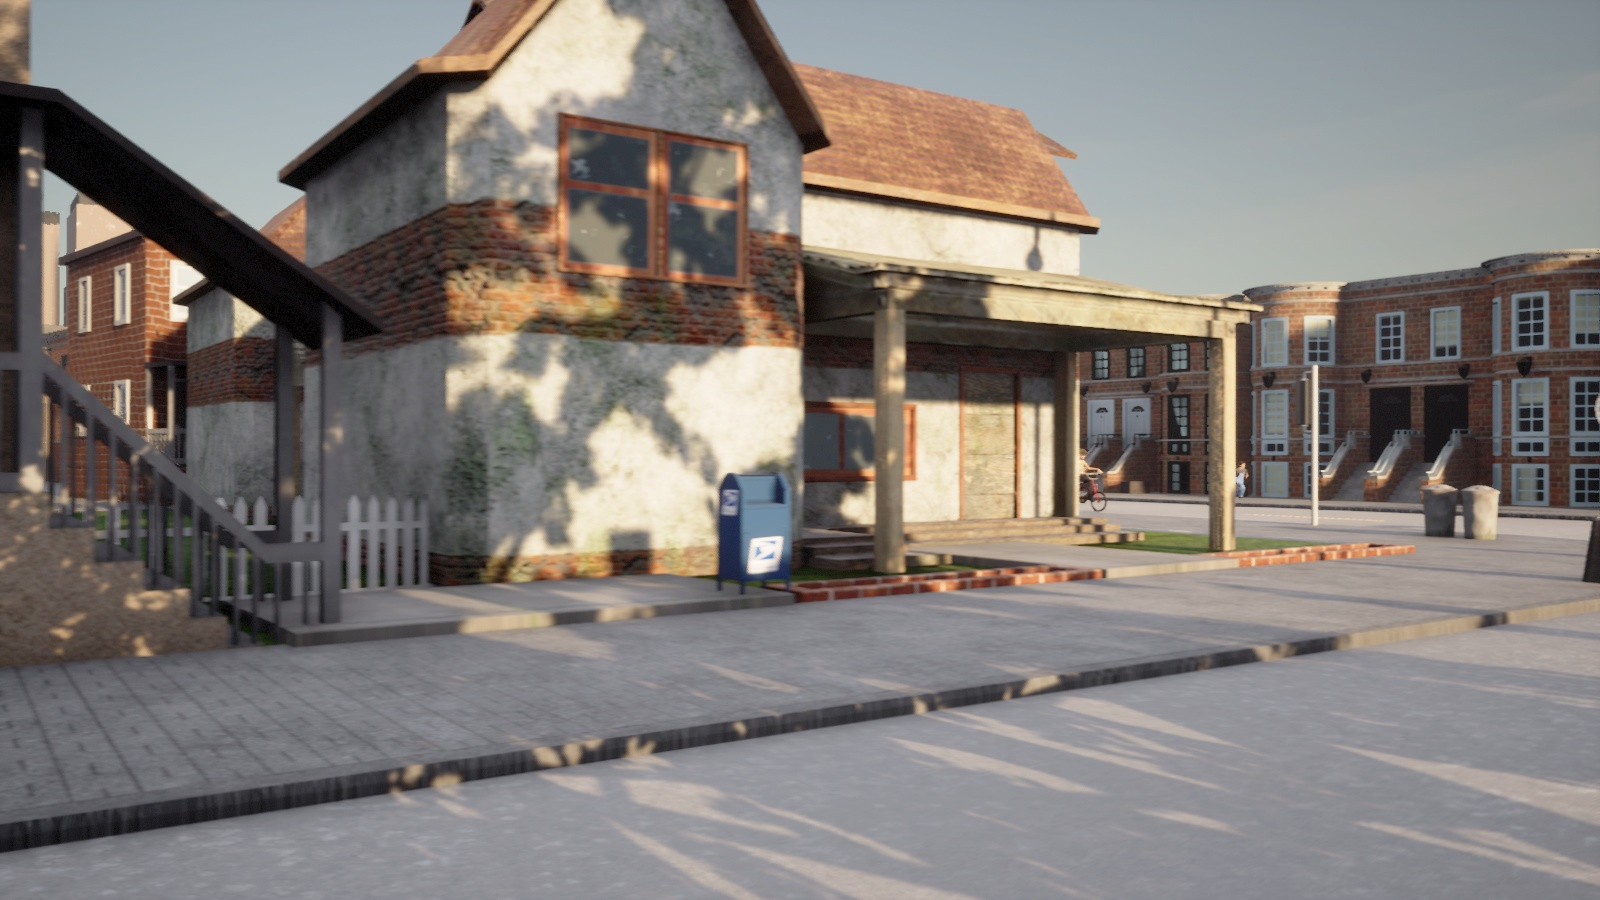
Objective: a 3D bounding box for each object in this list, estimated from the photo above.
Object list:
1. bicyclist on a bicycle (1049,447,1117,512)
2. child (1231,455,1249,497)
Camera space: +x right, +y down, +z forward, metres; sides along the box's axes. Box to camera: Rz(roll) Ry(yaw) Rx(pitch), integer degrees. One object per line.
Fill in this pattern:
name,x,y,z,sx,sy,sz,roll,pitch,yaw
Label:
bicyclist on a bicycle,7.275,0.745,32.338,0.866,1.612,1.509,0,0,-35
child,13.484,0.800,38.505,0.270,1.263,0.437,0,0,-30
